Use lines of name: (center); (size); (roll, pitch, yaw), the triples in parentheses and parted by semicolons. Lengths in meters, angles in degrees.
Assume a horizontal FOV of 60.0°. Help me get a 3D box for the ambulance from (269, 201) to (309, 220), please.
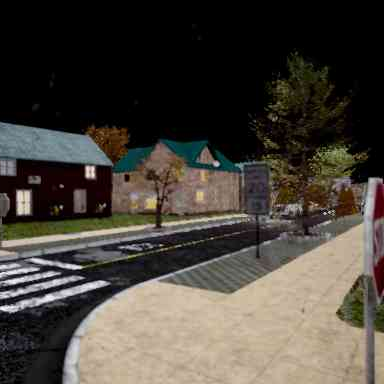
ambulance: (9.116, 1.252, 31.440); (2.351, 2.431, 6.366); (-1, -1, 34)
